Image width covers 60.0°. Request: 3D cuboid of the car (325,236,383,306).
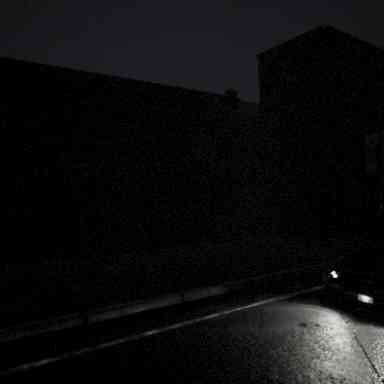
[{"bbox_3d":[5.336,1.567,7.604,5.357,1.411,2.033,0,0,-35],"label":"car"}]
